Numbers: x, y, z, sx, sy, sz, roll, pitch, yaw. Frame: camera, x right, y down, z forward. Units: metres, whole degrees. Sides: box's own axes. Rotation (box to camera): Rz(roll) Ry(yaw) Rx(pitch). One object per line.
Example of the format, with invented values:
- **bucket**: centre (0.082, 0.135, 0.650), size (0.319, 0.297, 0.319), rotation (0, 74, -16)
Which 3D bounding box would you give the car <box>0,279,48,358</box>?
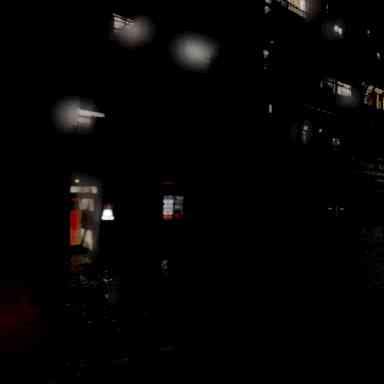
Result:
- **car**: centre (-4.198, 1.512, 3.547), size (4.829, 1.417, 1.752), rotation (1, 1, -36)
